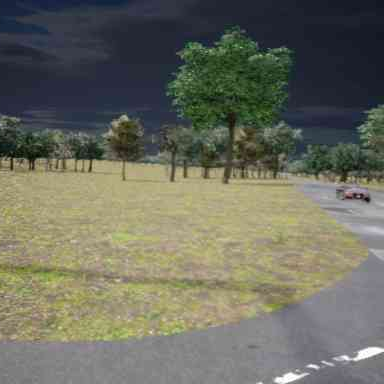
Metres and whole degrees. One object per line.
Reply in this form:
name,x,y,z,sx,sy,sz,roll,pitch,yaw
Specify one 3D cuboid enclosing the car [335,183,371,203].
car,12.407,0.013,25.762,1.994,1.385,4.181,5,4,14
